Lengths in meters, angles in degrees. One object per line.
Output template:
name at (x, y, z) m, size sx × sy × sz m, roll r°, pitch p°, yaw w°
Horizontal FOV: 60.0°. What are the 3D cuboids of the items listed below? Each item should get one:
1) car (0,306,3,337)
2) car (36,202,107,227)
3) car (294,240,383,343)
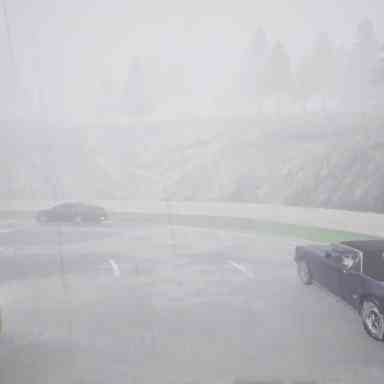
car at (-3.419, 1.466, 2.412) m, size 1.882 × 1.535 × 5.008 m, roll 0°, pitch 1°, yaw -1°
car at (-7.939, 1.399, 21.823) m, size 4.892 × 1.490 × 1.837 m, roll 0°, pitch -1°, yaw 20°
car at (3.565, 1.569, 6.351) m, size 1.895 × 1.301 × 4.718 m, roll 0°, pitch 0°, yaw -1°
